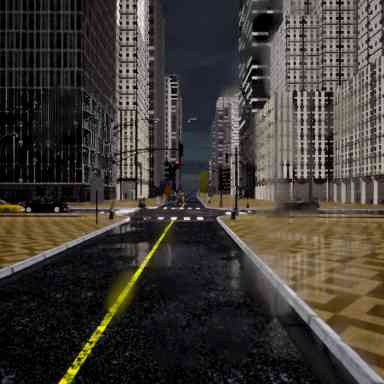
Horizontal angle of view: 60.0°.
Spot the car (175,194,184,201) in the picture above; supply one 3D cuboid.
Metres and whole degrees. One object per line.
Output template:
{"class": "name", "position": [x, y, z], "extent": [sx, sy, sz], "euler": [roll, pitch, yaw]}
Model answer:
{"class": "car", "position": [-2.956, 1.344, 80.668], "extent": [2.097, 1.767, 4.553], "euler": [0, 0, 0]}

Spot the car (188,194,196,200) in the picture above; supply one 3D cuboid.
{"class": "car", "position": [0.051, 1.342, 93.584], "extent": [2.128, 1.511, 4.902], "euler": [0, 0, 0]}

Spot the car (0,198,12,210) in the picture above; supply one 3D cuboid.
{"class": "car", "position": [-24.860, 1.438, 40.847], "extent": [4.403, 1.369, 2.008], "euler": [0, -1, -1]}

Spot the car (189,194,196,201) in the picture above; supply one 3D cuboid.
{"class": "car", "position": [0.045, 1.520, 83.163], "extent": [2.033, 1.411, 5.357], "euler": [0, 0, 0]}

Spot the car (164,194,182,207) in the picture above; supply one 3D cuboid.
{"class": "car", "position": [-3.087, 1.350, 51.908], "extent": [2.097, 1.767, 4.553], "euler": [0, 0, 1]}

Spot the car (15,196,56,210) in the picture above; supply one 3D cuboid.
{"class": "car", "position": [-19.183, 1.361, 40.968], "extent": [4.097, 1.590, 1.967], "euler": [0, -1, -1]}

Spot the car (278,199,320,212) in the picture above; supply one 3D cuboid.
{"class": "car", "position": [12.305, 1.560, 38.747], "extent": [4.902, 1.511, 2.128], "euler": [0, 0, -3]}

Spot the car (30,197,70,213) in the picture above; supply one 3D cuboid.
{"class": "car", "position": [-15.403, 1.424, 35.101], "extent": [4.892, 1.490, 1.837], "euler": [0, 0, -1]}

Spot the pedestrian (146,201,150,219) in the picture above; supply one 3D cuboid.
{"class": "pedestrian", "position": [-3.899, 1.293, 27.283], "extent": [0.375, 1.860, 0.375], "euler": [0, 0, 0]}

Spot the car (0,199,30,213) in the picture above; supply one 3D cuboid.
{"class": "car", "position": [-18.877, 1.415, 32.332], "extent": [4.829, 1.417, 1.752], "euler": [0, -1, -1]}

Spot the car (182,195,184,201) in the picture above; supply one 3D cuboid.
{"class": "car", "position": [-2.963, 1.540, 69.453], "extent": [2.033, 1.411, 5.357], "euler": [0, 0, 0]}

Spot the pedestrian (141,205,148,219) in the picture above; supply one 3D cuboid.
{"class": "pedestrian", "position": [-4.015, 1.671, 27.895], "extent": [0.500, 1.100, 0.500], "euler": [0, 0, 0]}

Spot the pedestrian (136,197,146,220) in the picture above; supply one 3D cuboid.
{"class": "pedestrian", "position": [-4.097, 1.292, 26.602], "extent": [0.375, 1.860, 0.375], "euler": [0, 0, 0]}
